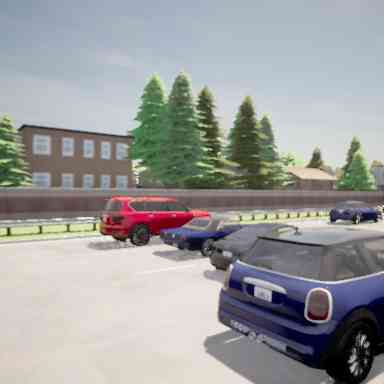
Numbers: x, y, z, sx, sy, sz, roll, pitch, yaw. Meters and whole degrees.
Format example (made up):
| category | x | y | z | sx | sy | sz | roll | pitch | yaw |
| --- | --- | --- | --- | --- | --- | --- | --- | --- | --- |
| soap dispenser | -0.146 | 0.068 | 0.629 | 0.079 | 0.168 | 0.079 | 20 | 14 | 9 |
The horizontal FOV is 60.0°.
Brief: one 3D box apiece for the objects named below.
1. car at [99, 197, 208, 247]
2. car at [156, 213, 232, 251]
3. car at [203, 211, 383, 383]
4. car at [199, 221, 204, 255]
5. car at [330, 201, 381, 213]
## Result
| category | x | y | z | sx | sy | sz | roll | pitch | yaw |
| --- | --- | --- | --- | --- | --- | --- | --- | --- | --- |
| car | -1.492 | 1.263 | 15.579 | 5.566 | 2.045 | 2.150 | 0 | 0 | -36 |
| car | 1.207 | 1.647 | 13.207 | 4.718 | 1.301 | 1.895 | 0 | 0 | -36 |
| car | 2.672 | 1.381 | 5.652 | 4.553 | 1.767 | 2.097 | 0 | 0 | -36 |
| car | 2.558 | 1.606 | 9.871 | 4.181 | 1.385 | 1.994 | 0 | 0 | -36 |
| car | 12.683 | 1.487 | 25.695 | 4.553 | 1.767 | 2.097 | 0 | 0 | -36 |
